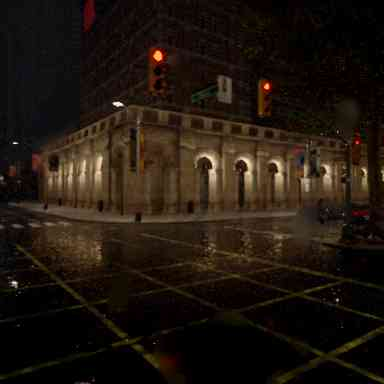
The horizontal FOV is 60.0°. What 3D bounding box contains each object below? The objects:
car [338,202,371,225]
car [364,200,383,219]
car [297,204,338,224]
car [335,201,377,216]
[{"bbox_3d":[12.351,1.523,22.578,5.008,1.535,1.882,0,0,-35],"label":"car"},{"bbox_3d":[18.173,1.569,30.934,4.892,1.490,1.837,0,0,-35],"label":"car"},{"bbox_3d":[10.362,1.593,25.457,5.357,1.411,2.033,0,0,-35],"label":"car"},{"bbox_3d":[16.730,1.660,33.876,4.718,1.301,1.895,0,0,-36],"label":"car"}]
